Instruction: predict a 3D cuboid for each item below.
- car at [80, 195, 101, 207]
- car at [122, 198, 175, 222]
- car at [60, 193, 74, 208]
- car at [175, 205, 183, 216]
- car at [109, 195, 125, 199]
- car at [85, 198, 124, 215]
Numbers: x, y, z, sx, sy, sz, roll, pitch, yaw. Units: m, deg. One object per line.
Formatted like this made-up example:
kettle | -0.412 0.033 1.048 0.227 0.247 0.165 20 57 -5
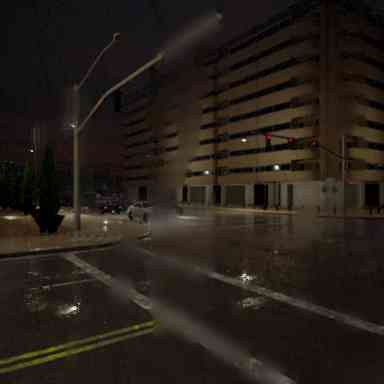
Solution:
car | -15.398 1.498 48.740 1.994 1.385 4.181 0 0 -35
car | -3.478 1.463 25.767 1.812 1.442 4.674 0 0 -33
car | -17.827 1.154 46.103 2.150 2.045 5.566 0 1 -35
car | -2.590 1.498 30.587 1.994 1.385 4.181 0 0 -35
car | -7.694 1.426 37.816 2.128 1.511 4.902 0 0 -35
car | -8.701 1.538 33.170 1.895 1.301 4.718 0 0 -35
